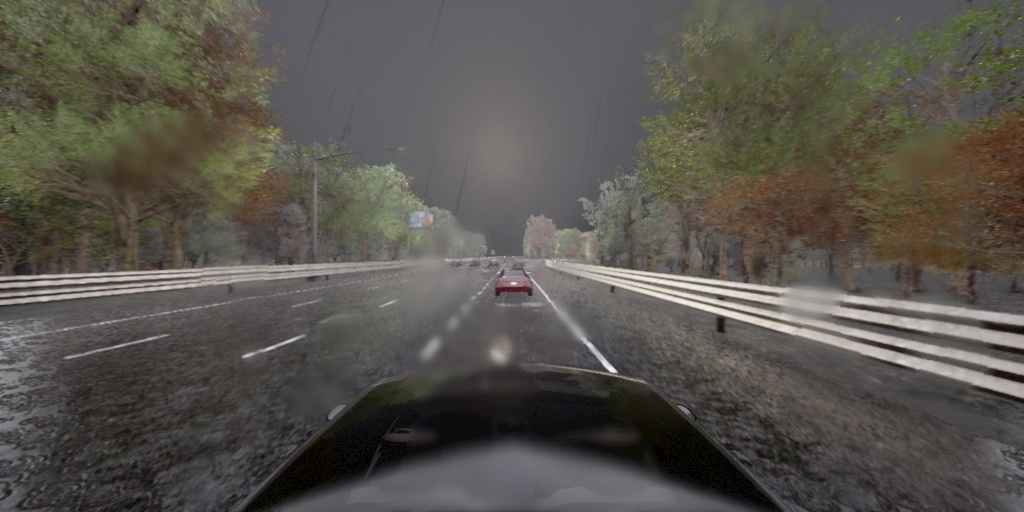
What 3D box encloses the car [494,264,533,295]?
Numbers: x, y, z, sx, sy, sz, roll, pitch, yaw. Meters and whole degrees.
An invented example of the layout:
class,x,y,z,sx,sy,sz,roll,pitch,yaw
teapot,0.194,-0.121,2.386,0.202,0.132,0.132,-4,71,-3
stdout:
class,x,y,z,sx,sy,sz,roll,pitch,yaw
car,0.095,1.347,19.994,1.994,1.385,4.181,0,0,0
